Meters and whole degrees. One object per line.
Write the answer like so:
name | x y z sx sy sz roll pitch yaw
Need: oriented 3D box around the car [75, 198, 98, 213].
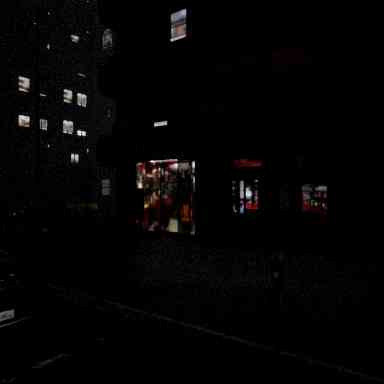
car | -10.949 1.250 30.497 1.752 1.417 4.829 1 1 35

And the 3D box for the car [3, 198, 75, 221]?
car | -11.475 1.352 25.235 1.994 1.385 4.181 0 1 35

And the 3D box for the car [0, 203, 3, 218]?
car | -14.039 1.350 26.071 2.008 1.369 4.403 1 1 35

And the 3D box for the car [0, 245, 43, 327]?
car | -4.473 1.551 6.062 4.403 1.369 2.008 0 0 35
